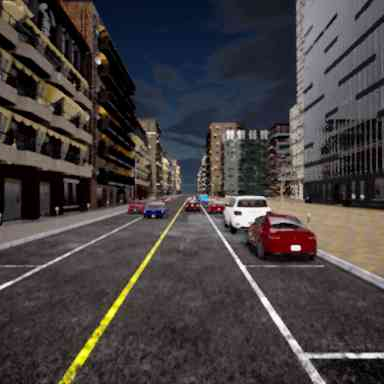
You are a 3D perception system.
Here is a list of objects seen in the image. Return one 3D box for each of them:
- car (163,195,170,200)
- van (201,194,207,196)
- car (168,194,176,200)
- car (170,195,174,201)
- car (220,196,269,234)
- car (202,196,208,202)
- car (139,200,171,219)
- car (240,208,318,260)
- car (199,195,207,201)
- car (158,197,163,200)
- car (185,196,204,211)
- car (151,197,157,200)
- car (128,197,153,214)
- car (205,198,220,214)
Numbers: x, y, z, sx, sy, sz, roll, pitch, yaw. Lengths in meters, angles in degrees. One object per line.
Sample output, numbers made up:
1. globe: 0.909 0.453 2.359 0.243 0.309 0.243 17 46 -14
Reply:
1. car: -5.657 1.619 63.197 1.802 1.307 4.206 1 0 0
2. van: 2.759 1.387 77.721 1.690 1.788 3.998 1 0 0
3. car: -5.773 1.499 94.379 1.967 1.590 4.097 1 0 0
4. car: -5.656 1.485 74.336 1.967 1.590 4.097 1 0 0
5. car: 3.113 1.238 19.444 2.150 2.045 5.566 0 0 0
6. car: 2.718 1.576 46.483 2.008 1.369 4.403 1 0 0
7. car: -3.089 1.616 28.827 1.895 1.301 4.718 0 0 0
8. car: 3.153 1.531 12.413 1.812 1.442 4.674 0 0 0
9. car: 2.816 1.597 86.181 1.887 1.381 4.507 1 0 0
10. car: -5.661 1.466 46.488 1.967 1.590 4.097 1 0 0
11. car: 0.093 1.569 40.306 2.033 1.411 5.357 0 0 1
12. car: -5.664 1.588 40.918 1.947 1.339 4.313 1 0 0
13. car: -5.666 1.564 35.348 1.887 1.381 4.507 1 0 0
14. car: 2.714 1.563 35.344 1.887 1.381 4.507 1 0 0
